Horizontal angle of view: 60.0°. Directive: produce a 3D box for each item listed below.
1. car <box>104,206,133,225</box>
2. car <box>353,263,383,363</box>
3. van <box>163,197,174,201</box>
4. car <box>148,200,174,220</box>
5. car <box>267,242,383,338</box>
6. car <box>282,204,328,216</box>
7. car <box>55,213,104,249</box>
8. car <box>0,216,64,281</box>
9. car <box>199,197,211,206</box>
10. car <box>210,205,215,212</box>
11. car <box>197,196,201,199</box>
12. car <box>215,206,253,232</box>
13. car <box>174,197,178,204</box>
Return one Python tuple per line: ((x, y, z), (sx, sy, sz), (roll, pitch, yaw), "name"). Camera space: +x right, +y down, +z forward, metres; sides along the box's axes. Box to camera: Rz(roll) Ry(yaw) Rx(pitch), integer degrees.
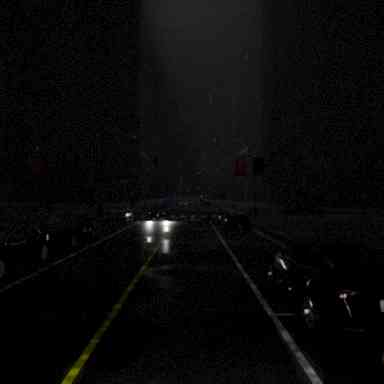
((-5.752, 1.803, 26.238), (2.008, 1.369, 4.403), (0, -1, 0), "car")
((2.765, 1.540, 1.426), (1.752, 1.417, 4.829), (0, -1, 0), "car")
((-5.496, 2.066, 74.006), (1.690, 1.788, 3.998), (0, -1, 1), "van")
((-2.993, 1.815, 31.435), (1.837, 1.490, 4.892), (0, -1, 0), "car")
((2.766, 1.630, 6.669), (1.947, 1.339, 4.313), (0, -1, 0), "car")
((14.080, 2.198, 41.752), (5.357, 1.411, 2.033), (1, -1, 0), "car")
((-5.756, 1.691, 15.350), (1.887, 1.381, 4.507), (0, -1, 0), "car")
((-5.758, 1.645, 9.906), (2.008, 1.369, 4.403), (0, -1, 0), "car")
((2.976, 2.219, 68.413), (2.008, 1.369, 4.403), (0, -1, 1), "car")
((2.773, 1.803, 26.232), (2.008, 1.369, 4.403), (0, -1, 0), "car")
((3.133, 2.150, 84.953), (2.192, 1.841, 5.009), (0, -1, 1), "car")
((2.771, 1.754, 21.240), (2.008, 1.369, 4.403), (0, -1, 0), "car")
((-5.393, 2.401, 85.027), (1.947, 1.339, 4.313), (0, -1, 1), "car")
